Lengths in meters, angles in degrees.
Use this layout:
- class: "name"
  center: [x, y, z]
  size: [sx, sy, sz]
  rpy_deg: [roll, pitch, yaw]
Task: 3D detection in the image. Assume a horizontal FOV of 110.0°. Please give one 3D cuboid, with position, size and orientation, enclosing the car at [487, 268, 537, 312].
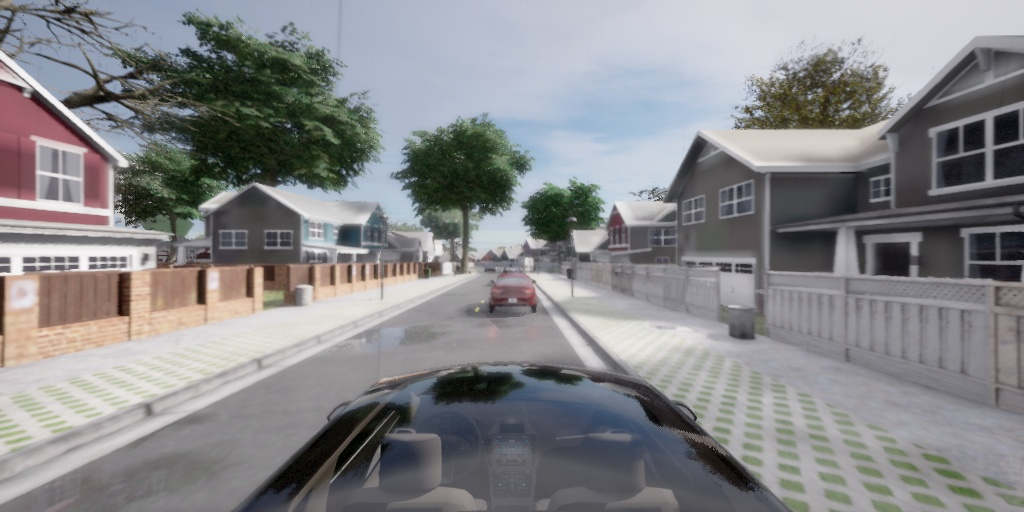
- class: "car"
  center: [0.045, 1.409, 14.843]
  size: [1.812, 1.442, 4.674]
  rpy_deg: [0, 0, 0]

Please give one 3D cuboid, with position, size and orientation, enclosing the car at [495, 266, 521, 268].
- class: "car"
  center: [0.035, 1.539, 29.170]
  size: [2.128, 1.511, 4.902]
  rpy_deg: [0, -1, 0]

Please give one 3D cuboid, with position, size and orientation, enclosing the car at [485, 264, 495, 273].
- class: "car"
  center: [-3.551, 1.988, 58.350]
  size: [2.033, 1.411, 5.357]
  rpy_deg: [0, -1, -4]

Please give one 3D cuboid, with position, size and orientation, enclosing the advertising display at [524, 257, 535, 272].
- class: "advertising display"
  center: [2.600, 1.409, 55.022]
  size: [1.540, 2.440, 0.280]
  rpy_deg: [0, 0, -4]
